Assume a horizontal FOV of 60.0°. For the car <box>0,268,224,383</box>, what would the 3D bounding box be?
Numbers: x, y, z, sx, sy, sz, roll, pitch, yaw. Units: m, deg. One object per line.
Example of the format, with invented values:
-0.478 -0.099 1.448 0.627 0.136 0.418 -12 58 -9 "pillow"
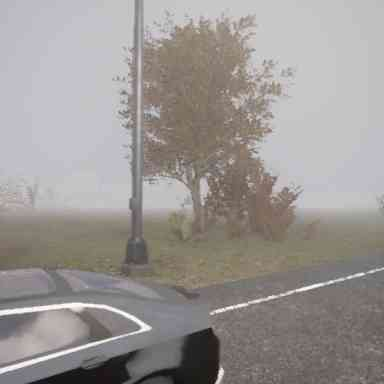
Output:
-1.977 1.489 2.580 4.902 1.511 2.128 1 0 -36 "car"
